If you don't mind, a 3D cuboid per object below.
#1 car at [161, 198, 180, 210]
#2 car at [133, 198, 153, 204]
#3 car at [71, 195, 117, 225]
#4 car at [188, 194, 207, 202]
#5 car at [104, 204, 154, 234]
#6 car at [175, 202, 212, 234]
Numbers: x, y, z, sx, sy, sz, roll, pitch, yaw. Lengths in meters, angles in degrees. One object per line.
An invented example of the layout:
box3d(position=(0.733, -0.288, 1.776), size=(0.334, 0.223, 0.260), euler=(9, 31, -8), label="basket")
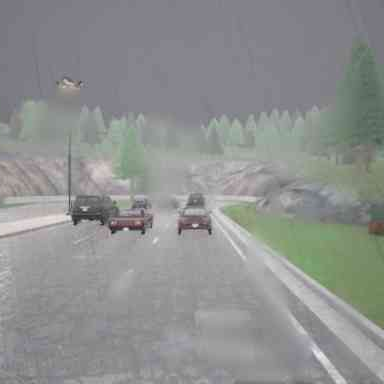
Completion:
box3d(position=(-2.731, 1.484, 43.061), size=(1.882, 1.535, 5.008), euler=(0, 0, 6), label="car")
box3d(position=(-6.282, 1.511, 42.656), size=(1.837, 1.490, 4.892), euler=(0, 0, 5), label="car")
box3d(position=(-6.825, 1.224, 23.920), size=(2.150, 2.045, 5.566), euler=(0, 0, 0), label="car")
box3d(position=(0.705, 1.228, 42.857), size=(2.150, 2.045, 5.566), euler=(0, 0, 6), label="car")
box3d(position=(-3.342, 1.604, 19.101), size=(1.895, 1.301, 4.718), euler=(0, 0, 0), label="car")
box3d(position=(0.163, 1.529, 19.255), size=(1.812, 1.442, 4.674), euler=(0, 0, 0), label="car")
